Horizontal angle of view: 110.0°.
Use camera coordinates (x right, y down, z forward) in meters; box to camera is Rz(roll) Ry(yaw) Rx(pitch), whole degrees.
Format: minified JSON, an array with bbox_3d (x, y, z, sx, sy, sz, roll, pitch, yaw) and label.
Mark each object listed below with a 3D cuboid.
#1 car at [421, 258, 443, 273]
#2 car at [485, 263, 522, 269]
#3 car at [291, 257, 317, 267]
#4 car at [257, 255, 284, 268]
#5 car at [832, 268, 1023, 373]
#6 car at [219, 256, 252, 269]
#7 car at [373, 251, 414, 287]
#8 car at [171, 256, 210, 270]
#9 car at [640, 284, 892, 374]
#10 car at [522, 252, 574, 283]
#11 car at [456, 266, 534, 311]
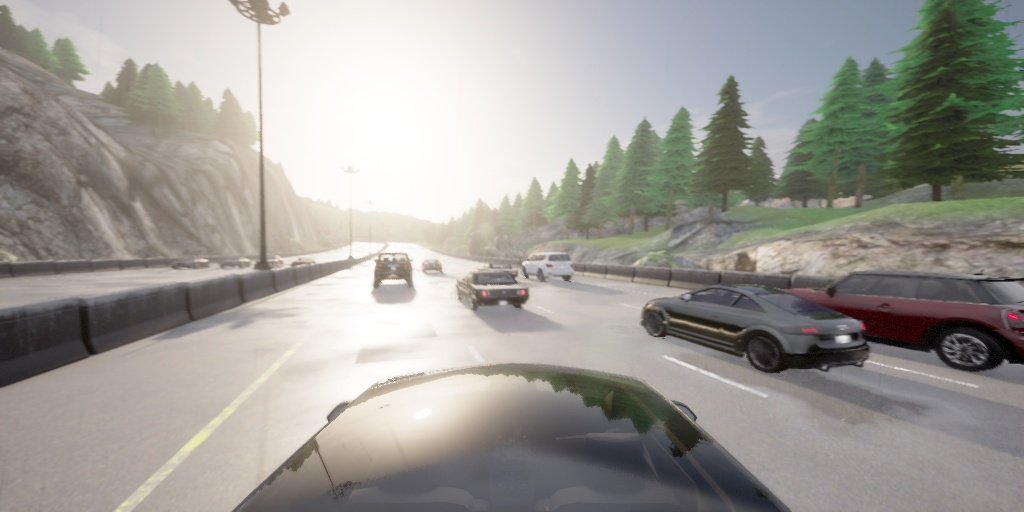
[{"bbox_3d":[-8.104,0.926,36.085,2.033,1.411,5.357,0,1,-18],"label":"car"},{"bbox_3d":[-1.134,1.120,25.855,1.895,1.301,4.718,0,1,-18],"label":"car"},{"bbox_3d":[-25.447,0.792,43.932,1.895,1.301,4.718,0,1,-18],"label":"car"},{"bbox_3d":[-28.763,0.690,42.808,1.837,1.490,4.892,0,0,-18],"label":"car"},{"bbox_3d":[8.285,1.098,8.013,2.097,1.767,4.553,0,1,-18],"label":"car"},{"bbox_3d":[-32.091,0.733,41.716,1.994,1.385,4.181,0,1,-18],"label":"car"},{"bbox_3d":[-7.272,0.735,22.079,2.150,2.045,5.566,0,1,-18],"label":"car"},{"bbox_3d":[-34.933,0.739,39.068,1.994,1.385,4.181,0,0,-18],"label":"car"},{"bbox_3d":[4.715,1.289,7.682,1.994,1.385,4.181,0,1,-18],"label":"car"},{"bbox_3d":[2.470,0.762,26.078,2.150,2.045,5.566,0,1,-18],"label":"car"},{"bbox_3d":[-0.968,1.231,13.916,1.895,1.301,4.718,0,1,-18],"label":"car"}]
